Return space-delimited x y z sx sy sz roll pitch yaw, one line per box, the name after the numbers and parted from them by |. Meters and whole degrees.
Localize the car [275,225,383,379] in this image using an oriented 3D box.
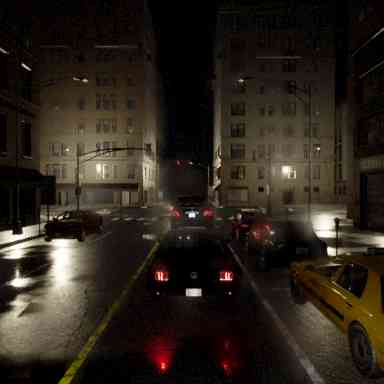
2.863 1.524 5.296 1.752 1.417 4.829 -1 0 0 | car

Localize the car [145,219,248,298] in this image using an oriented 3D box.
0.046 1.598 8.467 1.895 1.301 4.718 0 0 0 | car

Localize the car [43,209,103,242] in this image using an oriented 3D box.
-5.675 1.538 16.300 1.887 1.381 4.507 -1 0 0 | car

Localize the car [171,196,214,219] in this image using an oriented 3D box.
0.002 1.215 18.459 2.150 2.045 5.566 0 0 0 | car

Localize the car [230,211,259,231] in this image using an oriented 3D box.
2.870 1.576 16.298 1.802 1.307 4.206 -1 0 0 | car

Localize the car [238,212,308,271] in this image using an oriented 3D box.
2.867 1.562 10.712 1.947 1.339 4.313 -1 0 0 | car
